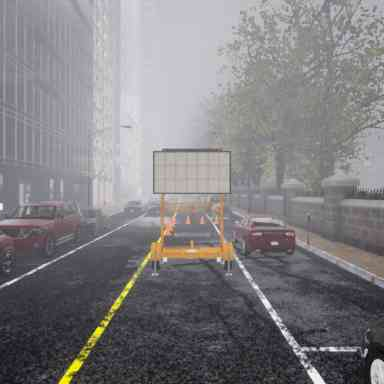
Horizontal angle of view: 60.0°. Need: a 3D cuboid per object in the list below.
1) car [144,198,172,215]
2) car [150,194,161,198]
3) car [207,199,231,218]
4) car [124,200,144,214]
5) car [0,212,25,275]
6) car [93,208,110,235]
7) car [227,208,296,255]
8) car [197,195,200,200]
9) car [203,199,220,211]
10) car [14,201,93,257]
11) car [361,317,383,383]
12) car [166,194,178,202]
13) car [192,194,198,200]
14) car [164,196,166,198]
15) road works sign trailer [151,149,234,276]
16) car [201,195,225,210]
[{"bbox_3d":[-3.243,1.558,32.811,1.895,1.301,4.718,0,0,-1],"label":"car"},{"bbox_3d":[-6.606,1.457,57.563,1.802,1.307,4.206,0,0,-2],"label":"car"},{"bbox_3d":[2.625,1.548,29.727,1.802,1.307,4.206,0,0,-1],"label":"car"},{"bbox_3d":[-6.023,1.515,35.323,1.947,1.339,4.313,0,0,-1],"label":"car"},{"bbox_3d":[-5.832,1.439,7.457,1.967,1.590,4.097,0,0,0],"label":"car"},{"bbox_3d":[-5.829,1.553,18.577,1.947,1.339,4.313,0,0,0],"label":"car"},{"bbox_3d":[2.695,1.540,13.069,1.887,1.381,4.507,0,0,0],"label":"car"},{"bbox_3d":[2.215,1.465,46.408,2.008,1.369,4.403,0,0,-2],"label":"car"},{"bbox_3d":[2.361,1.515,40.851,1.802,1.307,4.206,0,0,-2],"label":"car"},{"bbox_3d":[-5.830,1.310,13.015,2.192,1.841,5.009,0,0,0],"label":"car"},{"bbox_3d":[2.693,1.551,1.947,2.008,1.369,4.403,0,0,0],"label":"car"},{"bbox_3d":[-4.169,1.300,72.633,1.882,1.535,5.008,0,0,-2],"label":"car"},{"bbox_3d":[1.195,1.330,85.313,2.008,1.369,4.403,0,0,-1],"label":"car"},{"bbox_3d":[-7.187,1.112,79.794,2.192,1.841,5.009,0,0,-2],"label":"car"},{"bbox_3d":[0.002,0.461,10.350,2.380,3.560,2.880,0,0,0],"label":"road works sign trailer"},{"bbox_3d":[2.508,1.266,35.292,2.192,1.841,5.009,0,0,-2],"label":"car"}]
